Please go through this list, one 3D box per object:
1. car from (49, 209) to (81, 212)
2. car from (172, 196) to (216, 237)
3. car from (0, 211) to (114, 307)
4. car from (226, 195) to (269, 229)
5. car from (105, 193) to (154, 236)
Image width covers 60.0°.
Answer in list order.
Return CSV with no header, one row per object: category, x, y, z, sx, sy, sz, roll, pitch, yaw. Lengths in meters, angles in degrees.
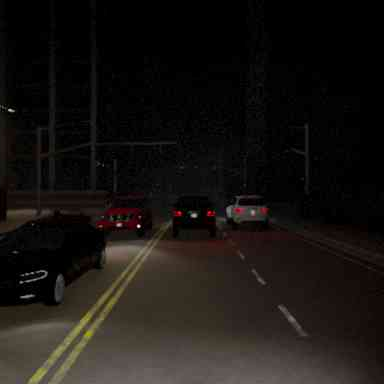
car,-7.002,1.606,17.997,1.895,1.301,4.718,0,0,0
car,0.104,1.222,18.268,2.150,2.045,5.566,0,-1,0
car,-3.562,1.480,8.283,1.882,1.535,5.008,0,0,1
car,3.511,1.227,21.789,2.150,2.045,5.566,0,0,0
car,-3.496,1.219,18.694,2.150,2.045,5.566,0,0,0
